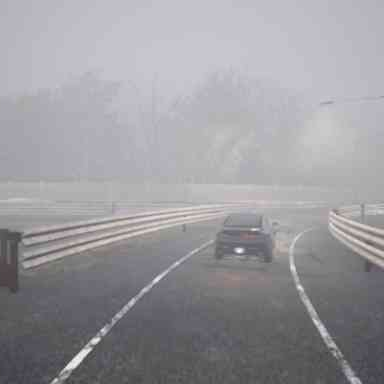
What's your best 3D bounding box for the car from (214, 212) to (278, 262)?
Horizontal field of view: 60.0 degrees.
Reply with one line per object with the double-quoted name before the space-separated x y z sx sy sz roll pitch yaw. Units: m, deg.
"car" 2.091 1.525 12.425 1.837 1.490 4.892 0 0 16
